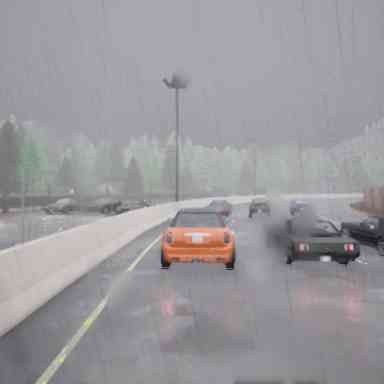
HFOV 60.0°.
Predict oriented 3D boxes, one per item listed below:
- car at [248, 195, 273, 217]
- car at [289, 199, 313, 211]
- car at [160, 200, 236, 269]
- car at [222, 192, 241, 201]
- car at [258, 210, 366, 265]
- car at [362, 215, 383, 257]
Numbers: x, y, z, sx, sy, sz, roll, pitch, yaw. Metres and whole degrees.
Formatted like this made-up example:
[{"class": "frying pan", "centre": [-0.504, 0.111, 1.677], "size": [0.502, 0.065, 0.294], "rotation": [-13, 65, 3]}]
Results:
[{"class": "car", "centre": [5.951, 1.302, 28.919], "size": [1.837, 1.490, 4.892], "rotation": [0, 0, 12]}, {"class": "car", "centre": [9.763, 1.316, 29.870], "size": [1.812, 1.442, 4.674], "rotation": [0, 0, 14]}, {"class": "car", "centre": [0.223, 1.274, 11.060], "size": [2.097, 1.767, 4.553], "rotation": [0, 0, 2]}, {"class": "car", "centre": [8.199, 0.857, 69.025], "size": [2.097, 1.767, 4.553], "rotation": [0, 0, 35]}, {"class": "car", "centre": [3.704, 1.521, 11.275], "size": [1.895, 1.301, 4.718], "rotation": [0, 0, 2]}, {"class": "car", "centre": [7.248, 1.514, 12.301], "size": [1.895, 1.301, 4.718], "rotation": [0, 0, 2]}]
